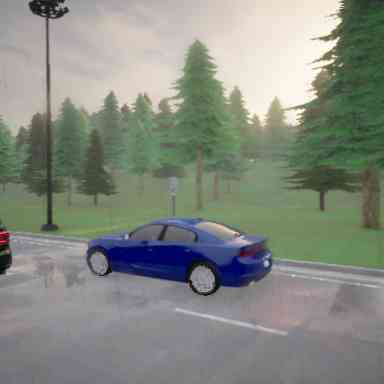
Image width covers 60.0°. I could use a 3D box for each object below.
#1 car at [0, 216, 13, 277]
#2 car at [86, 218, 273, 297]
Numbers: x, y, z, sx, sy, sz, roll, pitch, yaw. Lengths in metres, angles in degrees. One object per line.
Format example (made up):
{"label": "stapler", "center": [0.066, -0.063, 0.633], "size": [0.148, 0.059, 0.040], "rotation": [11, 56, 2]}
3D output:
{"label": "car", "center": [-6.747, 1.181, 8.055], "size": [5.566, 2.045, 2.150], "rotation": [0, 1, 30]}
{"label": "car", "center": [-0.518, 1.389, 8.396], "size": [5.008, 1.535, 1.882], "rotation": [0, 0, 31]}
